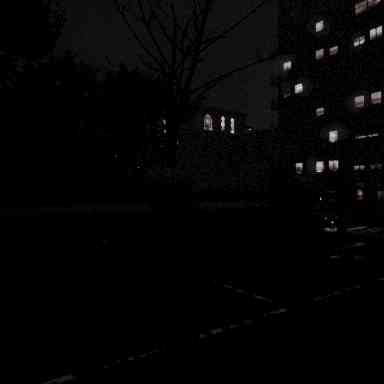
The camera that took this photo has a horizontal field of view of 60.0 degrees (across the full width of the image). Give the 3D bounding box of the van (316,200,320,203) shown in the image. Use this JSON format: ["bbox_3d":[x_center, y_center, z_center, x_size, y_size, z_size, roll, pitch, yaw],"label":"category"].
[{"bbox_3d":[10.568,1.646,32.574,1.690,1.788,3.998,-1,0,-36],"label":"van"}]

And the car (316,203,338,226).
[{"bbox_3d":[8.399,1.801,25.727,2.033,1.411,5.357,0,-1,-36],"label":"car"}]
